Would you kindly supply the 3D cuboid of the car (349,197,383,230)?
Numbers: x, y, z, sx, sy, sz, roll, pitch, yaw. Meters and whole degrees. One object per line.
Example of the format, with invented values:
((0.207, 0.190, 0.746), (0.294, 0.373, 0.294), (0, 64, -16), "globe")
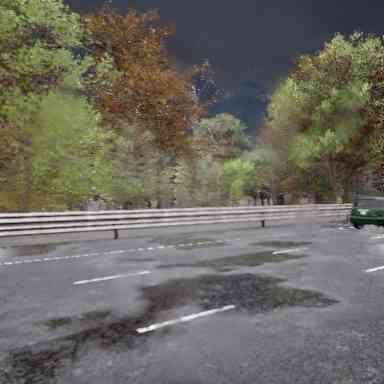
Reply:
((12.246, 1.346, 21.081), (5.566, 2.045, 2.150), (0, 0, -36), "car")
